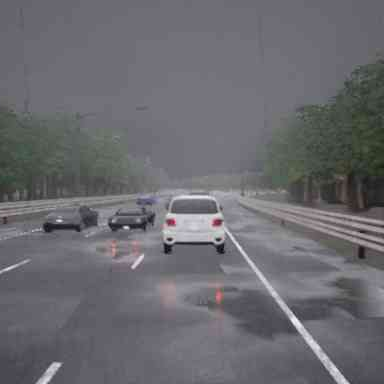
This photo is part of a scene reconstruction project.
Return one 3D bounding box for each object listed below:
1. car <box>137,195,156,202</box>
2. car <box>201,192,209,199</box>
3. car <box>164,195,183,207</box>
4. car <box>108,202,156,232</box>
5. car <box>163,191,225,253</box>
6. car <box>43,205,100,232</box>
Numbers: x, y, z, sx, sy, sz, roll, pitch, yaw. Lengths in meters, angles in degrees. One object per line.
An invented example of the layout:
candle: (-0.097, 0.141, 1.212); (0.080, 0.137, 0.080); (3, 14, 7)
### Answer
car: (-5.934, 1.158, 43.593); (1.882, 1.535, 5.008); (0, 0, 3)
car: (3.085, 0.830, 80.787); (1.837, 1.490, 4.892); (0, 1, 3)
car: (-2.424, 1.223, 44.816); (2.033, 1.411, 5.357); (0, 1, 3)
car: (-3.252, 1.470, 18.979); (1.895, 1.301, 4.718); (0, 0, 1)
car: (0.105, 1.134, 13.410); (2.150, 2.045, 5.566); (0, 0, 1)
car: (-6.718, 1.429, 18.960); (1.994, 1.385, 4.181); (0, 0, 1)
